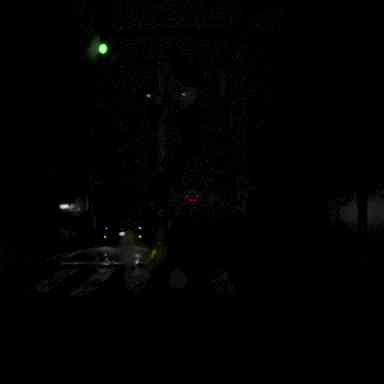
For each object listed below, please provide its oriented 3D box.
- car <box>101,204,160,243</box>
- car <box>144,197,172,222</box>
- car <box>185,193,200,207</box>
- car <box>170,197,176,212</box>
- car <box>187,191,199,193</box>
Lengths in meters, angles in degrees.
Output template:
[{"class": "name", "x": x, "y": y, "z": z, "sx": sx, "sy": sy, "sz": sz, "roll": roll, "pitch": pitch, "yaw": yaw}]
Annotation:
[{"class": "car", "x": -2.841, "y": 1.494, "z": 15.504, "sx": 1.994, "sy": 1.385, "sz": 4.181, "roll": -1, "pitch": 0, "yaw": 0}, {"class": "car", "x": -2.821, "y": 1.385, "z": 25.044, "sx": 1.837, "sy": 1.490, "sz": 4.892, "roll": -1, "pitch": 0, "yaw": 0}, {"class": "car", "x": 0.046, "y": 1.252, "z": 45.934, "sx": 1.837, "sy": 1.490, "sz": 4.892, "roll": -1, "pitch": 0, "yaw": 0}, {"class": "car", "x": -2.775, "y": 1.301, "z": 35.908, "sx": 1.882, "sy": 1.535, "sz": 5.008, "roll": -1, "pitch": 0, "yaw": -1}, {"class": "car", "x": 0.057, "y": 0.923, "z": 56.384, "sx": 2.150, "sy": 2.045, "sz": 5.566, "roll": -1, "pitch": 0, "yaw": 0}]
